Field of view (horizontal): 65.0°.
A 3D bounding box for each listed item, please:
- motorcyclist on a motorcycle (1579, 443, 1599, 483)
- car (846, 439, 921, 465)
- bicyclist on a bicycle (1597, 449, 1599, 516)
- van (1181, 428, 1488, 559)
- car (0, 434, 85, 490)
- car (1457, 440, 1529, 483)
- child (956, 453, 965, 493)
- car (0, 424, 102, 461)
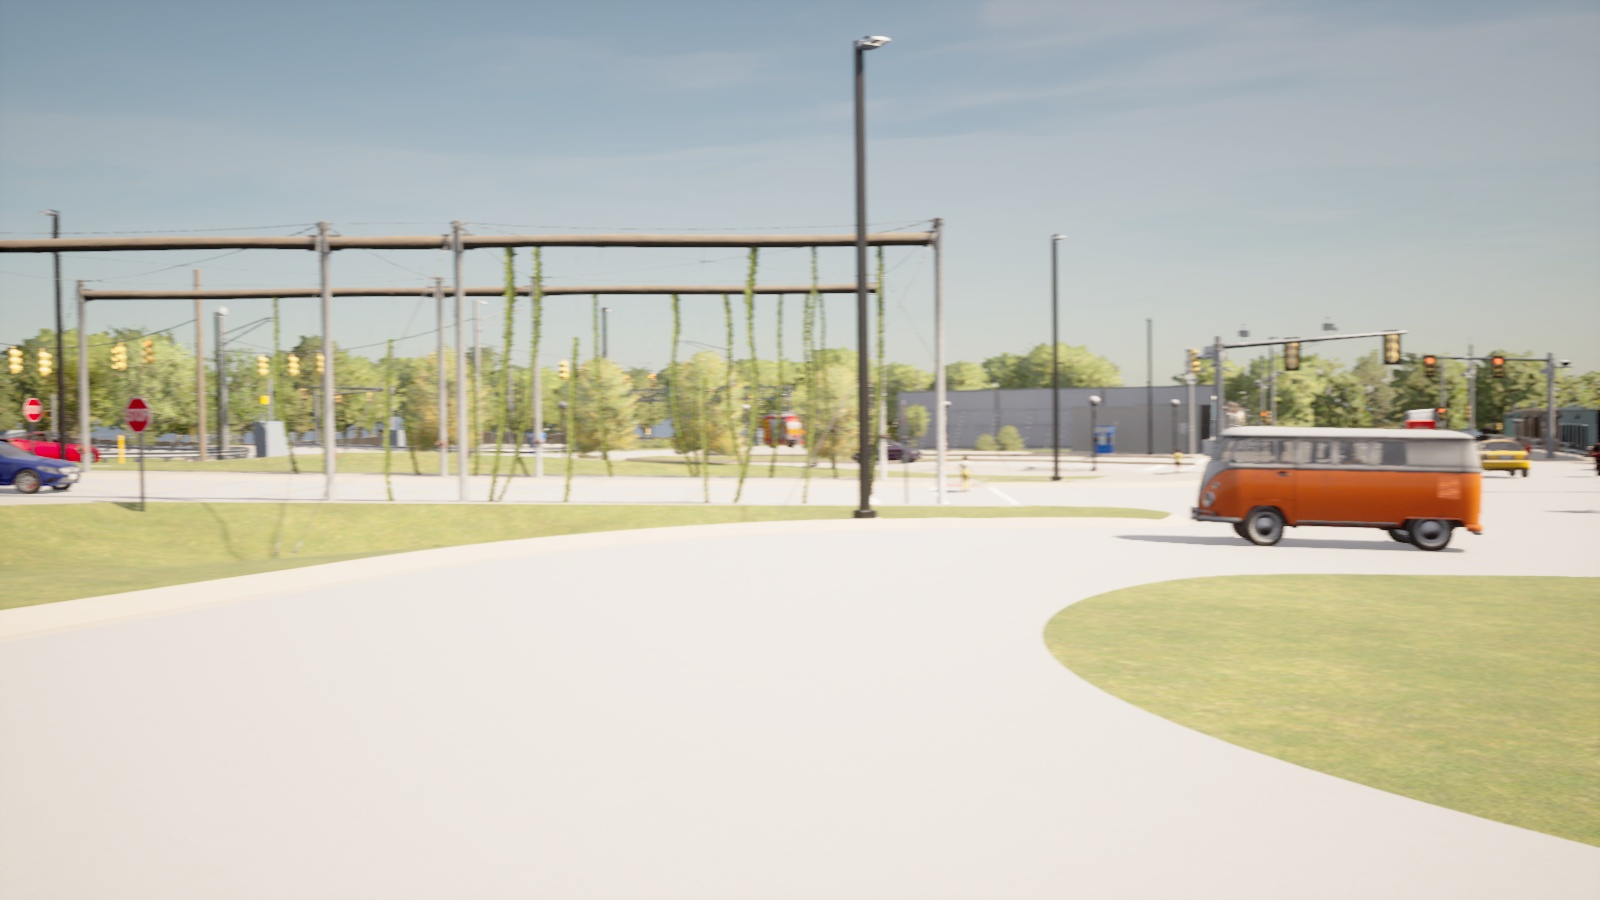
[{"bbox_3d":[30.645,0.490,48.375,0.797,1.523,2.044,0,0,23],"label":"motorcyclist on a motorcycle"},{"bbox_3d":[5.000,0.108,75.132,4.193,1.474,1.816,0,1,18],"label":"car"},{"bbox_3d":[19.171,0.780,29.359,0.582,1.620,1.656,0,0,22],"label":"bicyclist on a bicycle"},{"bbox_3d":[8.863,0.669,21.196,4.442,1.987,1.775,1,1,11],"label":"van"},{"bbox_3d":[-22.925,0.288,35.229,4.674,1.442,1.812,1,2,-3],"label":"car"},{"bbox_3d":[26.866,0.430,48.830,1.801,1.575,5.366,0,0,21],"label":"car"},{"bbox_3d":[5.191,0.747,40.651,0.270,1.263,0.437,0,2,8],"label":"child"},{"bbox_3d":[-32.585,-0.309,53.715,2.007,1.525,4.514,0,0,21],"label":"car"}]
